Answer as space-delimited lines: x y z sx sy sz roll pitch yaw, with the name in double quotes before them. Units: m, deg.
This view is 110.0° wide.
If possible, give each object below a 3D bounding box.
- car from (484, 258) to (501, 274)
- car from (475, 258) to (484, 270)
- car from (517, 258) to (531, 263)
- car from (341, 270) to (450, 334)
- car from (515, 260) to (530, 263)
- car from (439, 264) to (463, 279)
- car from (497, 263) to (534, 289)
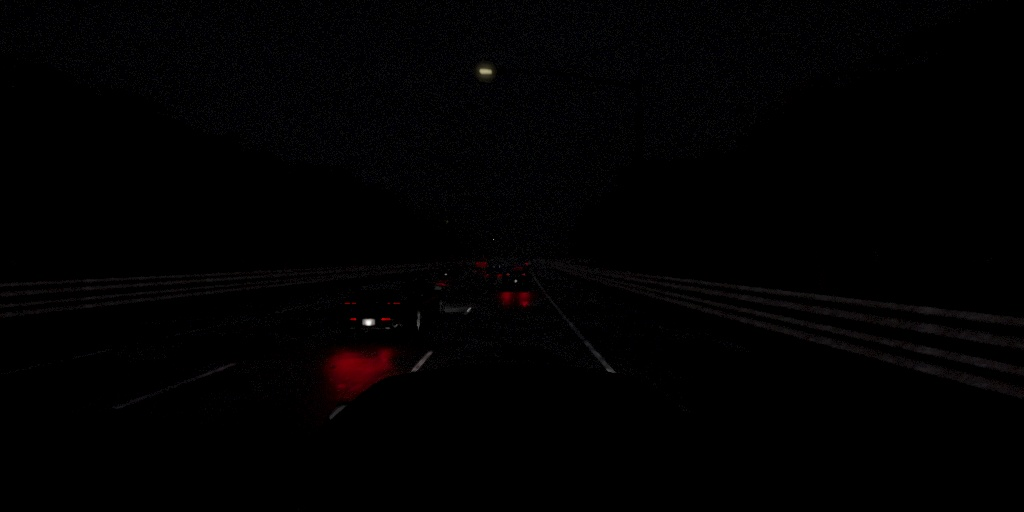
"car" -2.248 1.481 49.228 2.097 1.767 4.553 0 0 3
"car" -5.043 1.440 62.906 2.150 2.045 5.566 0 0 4
"car" 1.708 1.432 59.604 2.150 2.045 5.566 0 0 3
"car" -3.353 1.332 10.865 1.837 1.490 4.892 0 -1 1
"car" 0.904 1.573 43.642 1.882 1.535 5.008 0 0 2
"car" -6.283 1.537 36.964 1.837 1.490 4.892 0 -1 2
"car" 0.302 1.447 25.605 2.128 1.511 4.902 0 0 1
